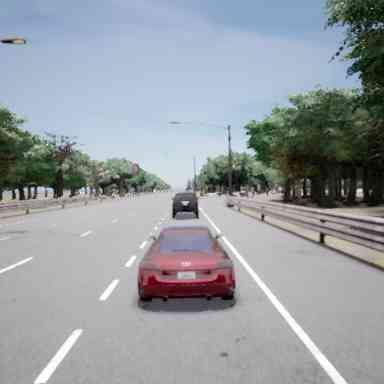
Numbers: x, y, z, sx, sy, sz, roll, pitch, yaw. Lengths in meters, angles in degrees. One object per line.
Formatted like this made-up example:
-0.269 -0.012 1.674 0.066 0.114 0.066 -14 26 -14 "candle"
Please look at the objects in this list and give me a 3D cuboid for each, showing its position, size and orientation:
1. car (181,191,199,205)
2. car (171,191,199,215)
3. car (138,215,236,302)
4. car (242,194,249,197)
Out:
-0.254 0.870 50.588 2.150 2.045 5.566 -1 0 7 "car"
-0.566 1.019 28.395 2.150 2.045 5.566 -1 0 -1 "car"
-0.141 1.507 8.205 1.994 1.385 4.181 -1 0 -1 "car"
15.472 0.591 91.412 1.812 1.442 4.674 -1 1 37 "car"
